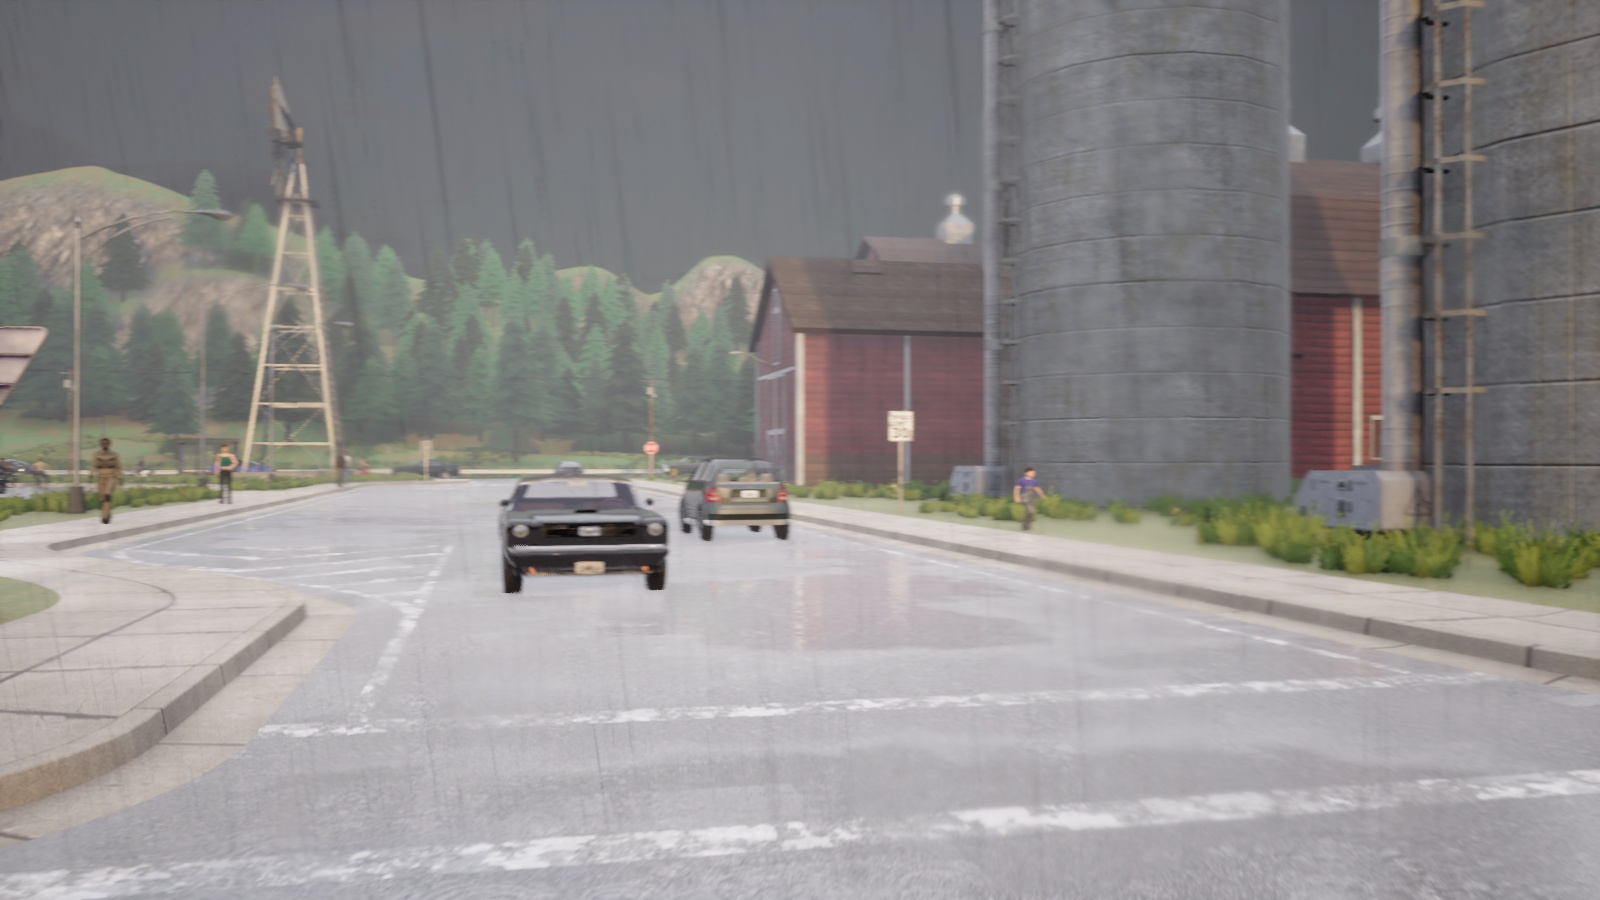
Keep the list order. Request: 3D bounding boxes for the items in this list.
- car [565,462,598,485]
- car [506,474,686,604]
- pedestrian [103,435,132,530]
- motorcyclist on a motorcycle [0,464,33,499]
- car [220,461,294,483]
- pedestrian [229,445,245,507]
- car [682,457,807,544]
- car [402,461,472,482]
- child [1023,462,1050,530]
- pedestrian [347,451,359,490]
[{"bbox_3d":[-14.031,1.469,80.392,1.812,1.442,4.674,0,0,-13],"label":"car"},{"bbox_3d":[-2.683,0.983,15.661,1.895,1.301,4.718,0,0,-13],"label":"car"},{"bbox_3d":[-14.051,0.668,25.857,0.396,1.930,0.692,0,0,-18],"label":"pedestrian"},{"bbox_3d":[-34.875,1.375,55.651,0.866,1.530,2.191,0,0,-13],"label":"motorcyclist on a motorcycle"},{"bbox_3d":[-38.718,1.571,89.616,4.514,1.525,2.007,0,0,-12],"label":"car"},{"bbox_3d":[-16.868,0.774,37.640,0.345,1.836,0.594,0,0,-15],"label":"pedestrian"},{"bbox_3d":[-1.166,0.925,24.648,1.789,1.549,3.705,0,0,-13],"label":"car"},{"bbox_3d":[-27.583,1.600,95.557,5.008,1.535,1.882,0,0,-12],"label":"car"},{"bbox_3d":[4.448,0.849,23.593,0.270,1.263,0.437,0,-1,-28],"label":"child"},{"bbox_3d":[-21.142,0.964,59.397,0.431,1.840,0.703,0,0,-13],"label":"pedestrian"}]
